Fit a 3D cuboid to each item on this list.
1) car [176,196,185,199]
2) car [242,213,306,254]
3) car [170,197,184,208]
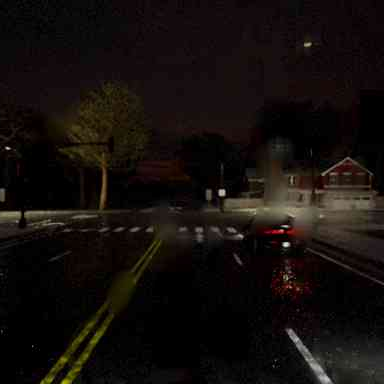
[{"bbox_3d":[-2.887,1.945,76.016,2.150,2.045,5.566,0,0,0],"label":"car"},{"bbox_3d":[3.332,1.649,14.206,1.837,1.490,4.892,0,-1,0],"label":"car"},{"bbox_3d":[-2.951,2.153,60.920,1.994,1.385,4.181,0,0,1],"label":"car"}]
